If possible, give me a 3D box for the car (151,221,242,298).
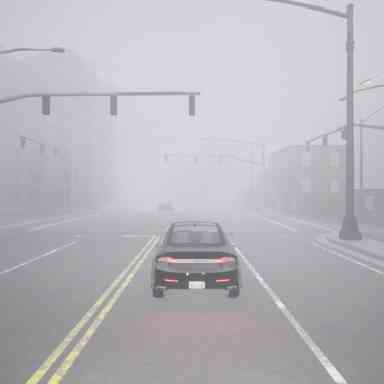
[{"bbox_3d":[0.073,1.492,8.525,2.128,1.511,4.902,0,0,0],"label":"car"}]

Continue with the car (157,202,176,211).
[{"bbox_3d":[-3.607,2.055,45.461,1.994,1.385,4.181,0,-4,0],"label":"car"}]
